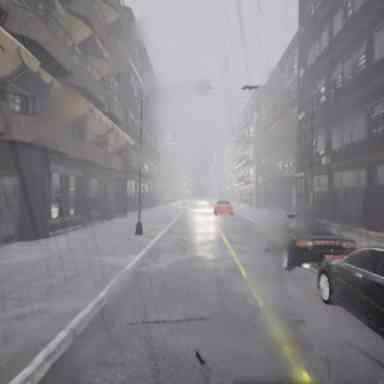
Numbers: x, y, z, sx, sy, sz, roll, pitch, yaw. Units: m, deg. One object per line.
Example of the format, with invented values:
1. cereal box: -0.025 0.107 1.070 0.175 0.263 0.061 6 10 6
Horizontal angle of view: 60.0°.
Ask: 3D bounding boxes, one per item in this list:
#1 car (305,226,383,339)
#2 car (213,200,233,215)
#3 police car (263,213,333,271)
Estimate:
1. car: 3.633 1.601 5.461 1.837 1.490 4.892 1 0 1
2. car: 3.585 1.705 38.858 2.097 1.767 4.553 1 -1 2
3. police car: 3.765 1.568 11.570 1.930 1.638 5.238 1 0 1
